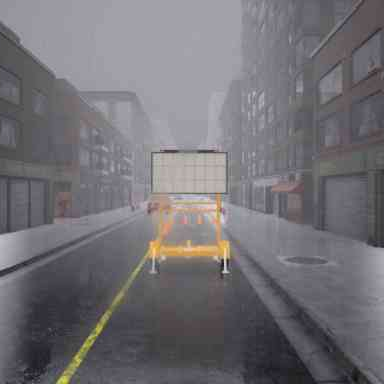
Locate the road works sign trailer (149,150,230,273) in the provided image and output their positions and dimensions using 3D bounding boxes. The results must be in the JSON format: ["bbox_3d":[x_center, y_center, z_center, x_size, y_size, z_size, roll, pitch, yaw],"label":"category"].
[{"bbox_3d":[-0.081,0.464,10.627,2.380,3.560,2.880,0,0,0],"label":"road works sign trailer"}]

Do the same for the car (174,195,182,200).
[{"bbox_3d":[-3.687,1.570,88.375,1.895,1.301,4.718,0,0,-1],"label":"car"}]

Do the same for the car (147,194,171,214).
[{"bbox_3d":[-3.369,1.216,34.900,2.150,2.045,5.566,0,0,0],"label":"car"}]
